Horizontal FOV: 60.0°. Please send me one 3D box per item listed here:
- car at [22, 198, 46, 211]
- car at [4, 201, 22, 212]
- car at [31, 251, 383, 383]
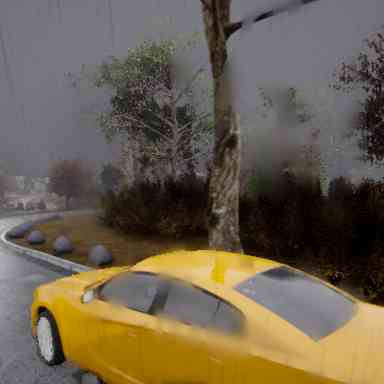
[{"bbox_3d":[-25.568,2.057,54.610,2.150,2.045,5.566,0,-1,-13],"label":"car"},{"bbox_3d":[-28.763,2.201,53.853,2.097,1.767,4.553,0,-1,-13],"label":"car"},{"bbox_3d":[-0.060,1.482,4.025,5.008,1.535,1.882,0,0,39],"label":"car"}]
